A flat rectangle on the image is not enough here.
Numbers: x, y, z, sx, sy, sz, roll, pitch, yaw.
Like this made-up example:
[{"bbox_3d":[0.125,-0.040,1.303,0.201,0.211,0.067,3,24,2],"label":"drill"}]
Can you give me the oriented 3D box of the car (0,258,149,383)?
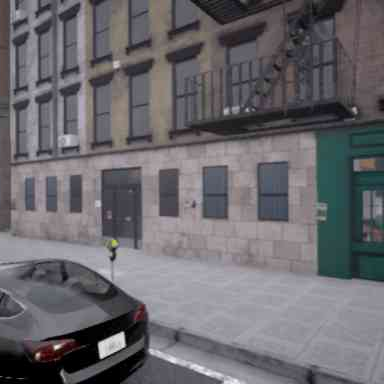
[{"bbox_3d":[-2.503,1.615,4.603,4.313,1.339,1.947,-1,0,36],"label":"car"}]
